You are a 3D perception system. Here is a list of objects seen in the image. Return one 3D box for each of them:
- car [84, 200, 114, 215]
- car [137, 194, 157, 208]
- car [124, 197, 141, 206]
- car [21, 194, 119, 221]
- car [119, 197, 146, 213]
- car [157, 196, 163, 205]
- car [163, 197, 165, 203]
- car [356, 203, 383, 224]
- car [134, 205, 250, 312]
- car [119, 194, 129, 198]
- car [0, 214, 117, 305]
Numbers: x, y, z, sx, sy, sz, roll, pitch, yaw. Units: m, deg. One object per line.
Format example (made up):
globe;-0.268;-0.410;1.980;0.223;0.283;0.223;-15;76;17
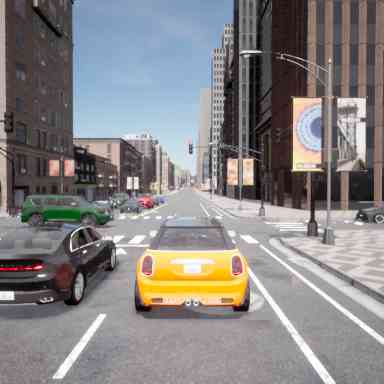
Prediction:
car;-9.852;1.616;35.559;1.895;1.301;4.718;0;0;0
car;-6.602;1.244;45.996;2.150;2.045;5.566;0;0;1
car;-9.822;1.591;55.276;1.994;1.385;4.181;0;0;2
car;-7.840;1.226;21.072;5.566;2.045;2.150;0;0;4
car;-6.603;1.580;36.719;1.994;1.385;4.181;0;0;0
car;-6.588;1.591;55.969;1.994;1.385;4.181;0;0;0
car;-6.536;1.508;66.042;1.882;1.535;5.008;0;0;1
car;13.985;1.470;23.557;4.181;1.385;1.994;0;1;0
car;0.010;1.351;7.887;2.097;1.767;4.553;0;0;0
car;-9.846;1.244;45.319;2.150;2.045;5.566;0;0;1
car;-3.154;1.504;8.031;1.837;1.490;4.892;0;0;0
